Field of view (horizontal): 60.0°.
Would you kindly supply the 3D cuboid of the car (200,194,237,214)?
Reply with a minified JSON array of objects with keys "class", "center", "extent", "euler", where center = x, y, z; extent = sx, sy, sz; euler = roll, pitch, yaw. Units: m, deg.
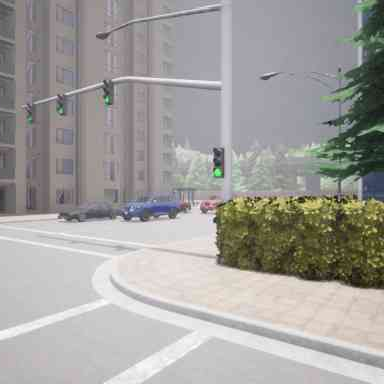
[{"class":"car","center":[3.091,1.221,35.573],"extent":[2.150,2.045,5.566],"euler":[0,0,36]}]

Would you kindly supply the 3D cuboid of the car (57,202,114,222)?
[{"class":"car","center":[-7.875,1.547,26.554],"extent":[2.033,1.411,5.357],"euler":[0,0,36]}]

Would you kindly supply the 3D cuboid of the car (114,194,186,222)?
[{"class":"car","center":[-3.254,1.221,26.939],"extent":[2.150,2.045,5.566],"euler":[0,0,36]}]

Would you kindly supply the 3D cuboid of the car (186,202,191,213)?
[{"class":"car","center":[-2.071,1.478,34.462],"extent":[1.882,1.535,5.008],"euler":[0,0,36]}]
